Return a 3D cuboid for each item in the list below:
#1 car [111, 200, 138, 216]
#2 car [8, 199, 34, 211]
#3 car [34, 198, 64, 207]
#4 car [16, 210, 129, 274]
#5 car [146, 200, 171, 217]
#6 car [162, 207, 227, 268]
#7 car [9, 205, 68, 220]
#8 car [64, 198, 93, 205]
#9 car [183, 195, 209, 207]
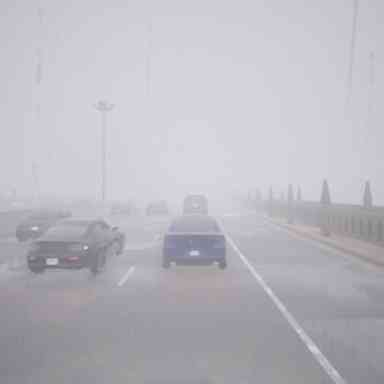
[{"bbox_3d":[-6.604,1.550,32.430,1.812,1.442,4.674,0,0,2],"label":"car"},{"bbox_3d":[-20.565,1.556,40.773,1.812,1.442,4.674,0,0,2],"label":"car"},{"bbox_3d":[-17.060,1.535,40.950,1.837,1.490,4.892,0,0,2],"label":"car"},{"bbox_3d":[-3.423,1.533,10.477,1.812,1.442,4.674,0,0,0],"label":"car"},{"bbox_3d":[-3.130,1.516,31.408,2.128,1.511,4.902,0,0,2],"label":"car"},{"bbox_3d":[0.079,1.487,11.394,1.882,1.535,5.008,0,0,0],"label":"car"},{"bbox_3d":[-6.891,1.576,16.623,1.994,1.385,4.181,0,0,0],"label":"car"},{"bbox_3d":[-13.561,1.536,40.888,1.837,1.490,4.892,0,0,2],"label":"car"},{"bbox_3d":[0.342,1.246,30.412,2.150,2.045,5.566,0,0,2],"label":"car"}]
